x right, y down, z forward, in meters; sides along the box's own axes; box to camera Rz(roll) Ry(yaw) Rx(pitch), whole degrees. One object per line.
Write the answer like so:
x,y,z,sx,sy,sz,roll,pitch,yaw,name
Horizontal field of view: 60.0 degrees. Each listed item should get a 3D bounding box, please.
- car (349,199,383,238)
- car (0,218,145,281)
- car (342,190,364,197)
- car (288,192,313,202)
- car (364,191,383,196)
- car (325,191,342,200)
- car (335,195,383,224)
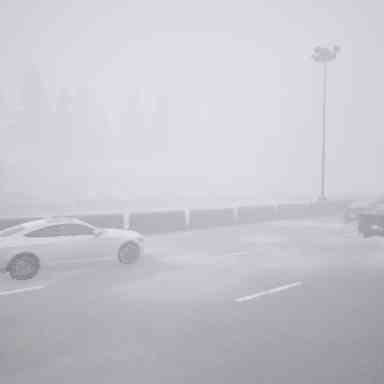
9.319,1.213,14.733,5.008,1.535,1.882,-1,1,-36,car
-3.650,1.490,9.747,4.674,1.442,1.812,-1,1,-36,car
23.749,0.574,46.828,4.892,1.490,1.837,-2,1,-35,car
16.385,0.725,50.167,4.181,1.385,1.994,-2,1,-35,car
25.082,0.565,43.477,5.008,1.535,1.882,-2,1,-35,car
21.713,0.561,49.672,4.902,1.511,2.128,-2,1,-35,car
10.965,1.168,20.234,4.674,1.442,1.812,-2,1,-36,car
